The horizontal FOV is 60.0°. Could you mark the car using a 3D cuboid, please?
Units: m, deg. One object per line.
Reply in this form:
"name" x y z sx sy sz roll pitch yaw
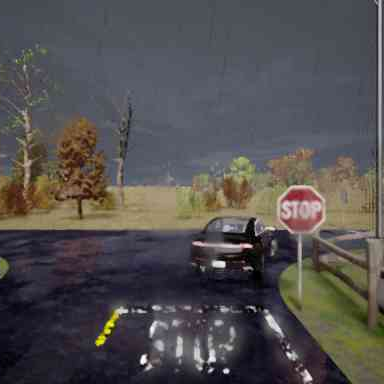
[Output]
"car" 1.421 1.480 10.141 2.128 1.511 4.902 0 0 19
